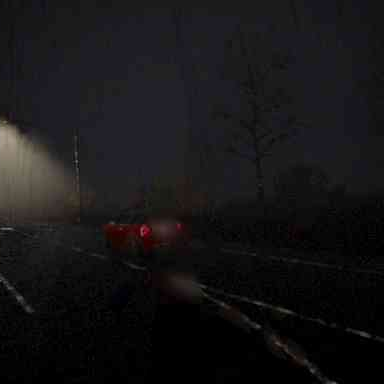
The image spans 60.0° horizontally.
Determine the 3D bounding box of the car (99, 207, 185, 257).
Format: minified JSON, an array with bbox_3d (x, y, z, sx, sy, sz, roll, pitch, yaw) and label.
[{"bbox_3d":[-2.306,1.555,14.256,2.097,1.767,4.553,-4,0,-37],"label":"car"}]
